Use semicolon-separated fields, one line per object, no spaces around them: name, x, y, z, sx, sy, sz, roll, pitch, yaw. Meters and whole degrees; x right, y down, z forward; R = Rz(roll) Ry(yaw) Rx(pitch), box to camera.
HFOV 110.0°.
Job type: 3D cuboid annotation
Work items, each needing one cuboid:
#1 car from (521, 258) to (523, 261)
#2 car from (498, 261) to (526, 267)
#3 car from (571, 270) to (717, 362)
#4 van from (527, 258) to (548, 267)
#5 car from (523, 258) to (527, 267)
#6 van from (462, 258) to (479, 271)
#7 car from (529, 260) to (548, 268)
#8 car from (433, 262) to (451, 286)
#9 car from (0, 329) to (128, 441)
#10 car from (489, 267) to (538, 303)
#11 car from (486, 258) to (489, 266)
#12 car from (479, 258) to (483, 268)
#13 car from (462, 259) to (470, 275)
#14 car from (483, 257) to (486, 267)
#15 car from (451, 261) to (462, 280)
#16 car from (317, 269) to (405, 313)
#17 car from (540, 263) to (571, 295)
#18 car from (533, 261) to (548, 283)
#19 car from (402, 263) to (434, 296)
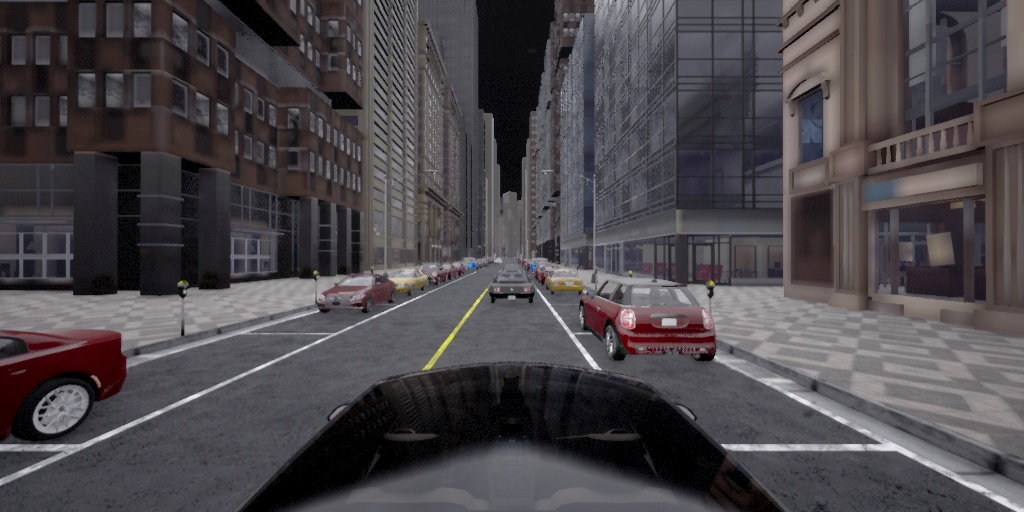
car;2.763;1.194;53.063;1.967;1.591;4.097;0;0;0
car;0.000;1.368;31.530;1.895;1.301;4.718;0;0;0
car;2.763;1.188;8.245;1.967;1.591;4.097;0;0;0
van;2.763;1.093;36.256;1.690;1.789;3.998;0;0;0
car;2.763;1.299;47.461;1.888;1.381;4.507;0;0;0
van;-5.762;1.094;47.451;1.690;1.789;3.998;0;0;0
car;2.763;1.296;30.654;1.888;1.381;4.507;0;0;0
car;-5.762;1.190;25.044;1.967;1.591;4.097;0;0;0
car;-5.762;1.293;2.637;1.888;1.381;4.507;0;0;0
car;0.000;1.367;16.530;1.895;1.301;4.718;0;0;0
car;-5.762;1.322;64.256;1.948;1.339;4.313;0;0;0
car;-5.762;1.336;53.053;1.802;1.307;4.207;0;0;0
car;-5.762;1.297;36.248;1.888;1.381;4.507;0;0;0
car;-5.762;1.195;58.655;1.967;1.591;4.097;0;0;0
car;-5.762;1.296;30.645;1.888;1.381;4.507;0;0;0
car;-5.762;1.331;13.840;1.802;1.307;4.207;0;0;0
car;2.763;1.275;19.620;1.751;1.417;4.829;0;0;0
car;2.763;1.295;25.052;1.888;1.381;4.507;0;0;0
car;-5.762;1.275;19.272;1.751;1.417;4.829;0;0;0
